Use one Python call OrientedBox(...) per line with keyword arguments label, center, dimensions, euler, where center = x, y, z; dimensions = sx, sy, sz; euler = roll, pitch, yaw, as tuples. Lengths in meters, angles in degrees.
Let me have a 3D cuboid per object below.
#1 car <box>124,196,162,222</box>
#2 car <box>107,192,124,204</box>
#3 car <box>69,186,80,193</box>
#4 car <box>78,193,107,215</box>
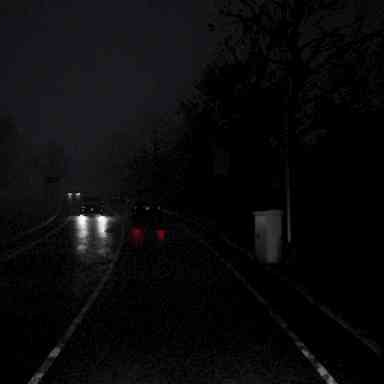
OrientedBox(label="car", center=(-3.482, 1.080, 23.991), dimensions=(2.097, 1.767, 4.553), euler=(1, 1, -15))
OrientedBox(label="car", center=(-9.601, 0.674, 41.683), dimensions=(2.033, 1.411, 5.357), euler=(1, 2, -22))
OrientedBox(label="car", center=(-23.462, -0.482, 66.227), dimensions=(1.812, 1.442, 4.674), euler=(1, 2, -22))
OrientedBox(label="car", center=(-8.406, 1.037, 27.844), dimensions=(1.837, 1.490, 4.892), euler=(1, 2, -18))
